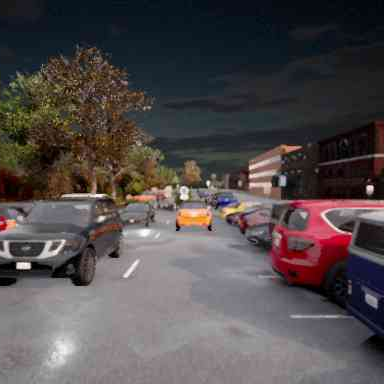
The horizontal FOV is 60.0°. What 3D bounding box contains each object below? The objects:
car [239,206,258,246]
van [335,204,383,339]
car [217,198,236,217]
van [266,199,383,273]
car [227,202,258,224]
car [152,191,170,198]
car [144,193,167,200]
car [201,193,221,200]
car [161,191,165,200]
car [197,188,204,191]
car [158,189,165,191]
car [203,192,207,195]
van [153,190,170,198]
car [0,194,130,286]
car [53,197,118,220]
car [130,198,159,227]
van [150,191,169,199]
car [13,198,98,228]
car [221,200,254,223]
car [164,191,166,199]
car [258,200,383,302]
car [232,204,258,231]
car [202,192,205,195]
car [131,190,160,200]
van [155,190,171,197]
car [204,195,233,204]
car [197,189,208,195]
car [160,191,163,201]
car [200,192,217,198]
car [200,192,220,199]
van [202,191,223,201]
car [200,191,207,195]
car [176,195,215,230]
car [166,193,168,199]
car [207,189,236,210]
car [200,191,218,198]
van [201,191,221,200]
[{"bbox_3d":[4.547,1.450,12.975,4.892,1.521,2.231,0,0,0],"label":"car"},{"bbox_3d":[4.657,1.244,4.626,4.442,1.987,1.878,0,0,0],"label":"van"},{"bbox_3d":[4.725,1.418,24.108,5.366,1.575,1.946,0,0,0],"label":"car"},{"bbox_3d":[4.657,1.230,10.068,4.442,1.987,1.878,0,0,0],"label":"van"},{"bbox_3d":[4.538,1.475,18.542,4.674,1.452,2.002,0,0,0],"label":"car"},{"bbox_3d":[-8.094,0.702,86.686,4.553,1.767,2.185,0,1,0],"label":"car"},{"bbox_3d":[-8.154,1.044,75.386,5.008,1.535,2.097,0,0,0],"label":"car"},{"bbox_3d":[4.421,1.047,78.355,4.674,1.452,2.002,0,1,0],"label":"car"},{"bbox_3d":[-8.198,1.098,64.205,4.892,1.521,2.231,0,0,0],"label":"car"},{"bbox_3d":[4.432,0.450,92.482,5.566,2.045,2.435,0,1,0],"label":"car"},{"bbox_3d":[-8.140,0.809,72.550,5.566,2.045,2.435,0,0,0],"label":"car"},{"bbox_3d":[4.320,1.190,50.084,4.792,1.488,2.163,0,0,0],"label":"car"},{"bbox_3d":[-8.234,0.537,89.631,4.442,1.987,1.878,0,1,0],"label":"van"},{"bbox_3d":[-3.512,1.201,9.730,2.150,2.045,5.566,0,0,0],"label":"car"},{"bbox_3d":[-8.509,1.287,26.896,4.553,1.767,2.185,0,0,0],"label":"car"},{"bbox_3d":[-3.554,1.447,22.278,1.837,1.490,4.892,0,1,1],"label":"car"},{"bbox_3d":[-8.023,0.724,81.161,4.442,1.987,1.878,0,1,0],"label":"van"},{"bbox_3d":[-8.571,1.302,21.200,4.553,1.767,2.185,0,0,0],"label":"car"},{"bbox_3d":[4.511,1.457,21.325,4.792,1.488,2.163,0,0,0],"label":"car"},{"bbox_3d":[-8.154,1.114,66.904,4.792,1.488,2.163,0,0,0],"label":"car"},{"bbox_3d":[4.569,1.211,7.409,5.566,2.045,2.435,0,0,0],"label":"car"},{"bbox_3d":[4.569,1.471,15.759,4.792,1.488,2.163,0,0,0],"label":"car"},{"bbox_3d":[4.354,1.188,52.911,4.674,1.452,2.002,0,0,0],"label":"car"},{"bbox_3d":[-8.184,1.008,55.733,4.553,1.767,2.185,0,0,0],"label":"car"},{"bbox_3d":[-8.216,0.413,95.280,4.442,1.987,1.878,0,1,0],"label":"van"},{"bbox_3d":[4.361,1.175,55.736,4.674,1.452,2.002,0,0,0],"label":"car"},{"bbox_3d":[4.422,0.834,67.038,5.566,2.045,2.435,0,0,0],"label":"car"},{"bbox_3d":[-8.203,1.122,58.433,5.008,1.535,2.097,0,0,0],"label":"car"},{"bbox_3d":[4.451,0.803,89.664,4.674,1.452,2.002,0,1,0],"label":"car"},{"bbox_3d":[4.444,0.887,84.013,5.008,1.535,2.097,0,1,0],"label":"car"},{"bbox_3d":[4.284,0.847,69.864,4.442,1.987,1.878,0,0,0],"label":"van"},{"bbox_3d":[4.384,1.110,61.388,5.008,1.535,2.097,0,0,0],"label":"car"},{"bbox_3d":[0.102,1.300,20.776,2.097,1.767,4.553,0,0,0],"label":"car"},{"bbox_3d":[-8.146,1.102,69.728,4.792,1.488,2.163,0,0,0],"label":"car"},{"bbox_3d":[3.627,0.999,40.224,2.150,2.045,5.566,2,1,-5],"label":"car"},{"bbox_3d":[4.414,0.700,86.835,4.553,1.767,2.185,0,1,0],"label":"car"},{"bbox_3d":[4.299,0.819,75.394,4.442,1.987,1.878,0,1,0],"label":"van"}]
